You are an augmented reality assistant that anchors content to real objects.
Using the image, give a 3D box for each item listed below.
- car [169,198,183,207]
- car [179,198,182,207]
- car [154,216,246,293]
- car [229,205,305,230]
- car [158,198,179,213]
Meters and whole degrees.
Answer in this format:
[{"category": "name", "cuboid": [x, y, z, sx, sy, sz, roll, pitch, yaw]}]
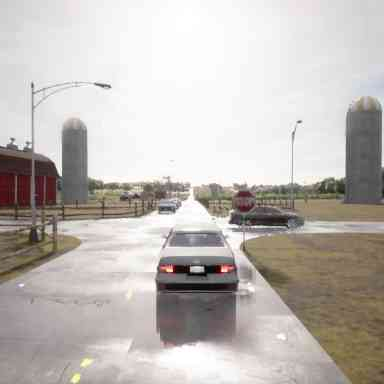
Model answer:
[{"category": "car", "cuboid": [-2.815, 1.817, 59.620, 2.128, 1.511, 4.902, 0, -1, 0]}, {"category": "car", "cuboid": [-2.835, 1.718, 49.219, 2.128, 1.511, 4.902, 0, 0, 0]}, {"category": "car", "cuboid": [0.102, 1.554, 8.977, 2.033, 1.411, 5.357, 0, 0, 0]}, {"category": "car", "cuboid": [4.766, 1.610, 21.514, 4.892, 1.490, 1.837, 0, 1, 0]}, {"category": "car", "cuboid": [-2.845, 1.635, 38.778, 1.882, 1.535, 5.008, 0, 0, 0]}]
